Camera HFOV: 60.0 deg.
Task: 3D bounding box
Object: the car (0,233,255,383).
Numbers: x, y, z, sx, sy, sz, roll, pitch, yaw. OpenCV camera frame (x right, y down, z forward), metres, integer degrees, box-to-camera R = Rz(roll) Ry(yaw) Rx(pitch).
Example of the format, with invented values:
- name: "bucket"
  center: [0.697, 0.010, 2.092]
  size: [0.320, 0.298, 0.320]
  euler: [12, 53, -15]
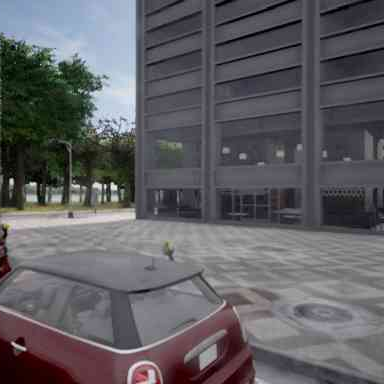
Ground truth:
- name: "car"
  center: [-1.440, 1.435, 3.985]
  size: [4.097, 1.590, 1.967]
  euler: [0, 0, 35]
